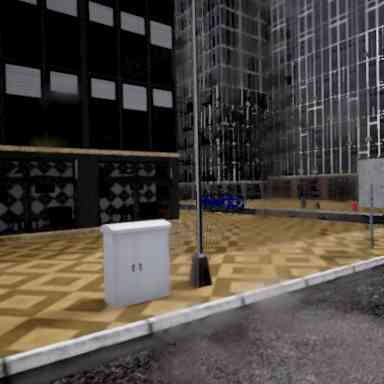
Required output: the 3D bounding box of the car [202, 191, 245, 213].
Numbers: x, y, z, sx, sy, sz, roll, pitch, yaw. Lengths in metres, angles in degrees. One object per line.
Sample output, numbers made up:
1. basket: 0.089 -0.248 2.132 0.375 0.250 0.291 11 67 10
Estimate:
1. car: 2.675 0.906 32.343 2.150 2.045 5.566 -2 1 -35
